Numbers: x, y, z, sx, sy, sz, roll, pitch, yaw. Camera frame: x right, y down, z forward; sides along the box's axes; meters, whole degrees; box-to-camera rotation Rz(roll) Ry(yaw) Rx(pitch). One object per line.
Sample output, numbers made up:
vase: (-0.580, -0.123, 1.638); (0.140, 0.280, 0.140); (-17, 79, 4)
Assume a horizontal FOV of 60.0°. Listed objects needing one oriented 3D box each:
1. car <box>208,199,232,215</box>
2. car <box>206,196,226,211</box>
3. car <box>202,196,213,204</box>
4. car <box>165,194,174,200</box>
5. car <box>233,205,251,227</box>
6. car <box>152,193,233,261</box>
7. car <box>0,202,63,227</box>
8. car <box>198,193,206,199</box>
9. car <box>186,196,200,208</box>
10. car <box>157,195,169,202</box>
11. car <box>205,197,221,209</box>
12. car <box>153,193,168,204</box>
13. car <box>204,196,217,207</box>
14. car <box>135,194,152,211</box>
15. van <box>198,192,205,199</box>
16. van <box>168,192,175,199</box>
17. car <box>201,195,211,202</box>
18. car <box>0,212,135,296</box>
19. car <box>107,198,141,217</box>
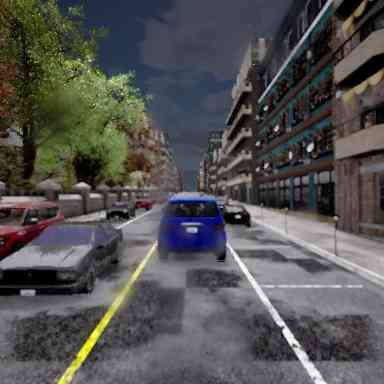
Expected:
car: (2.710, 1.435, 32.674); (1.947, 1.339, 4.313); (1, 0, 0)
car: (2.714, 1.287, 38.197); (1.967, 1.590, 4.097); (1, 0, 0)
car: (2.715, 1.342, 60.290); (1.802, 1.307, 4.206); (1, 0, 0)
car: (-5.643, 1.239, 82.386); (1.947, 1.339, 4.313); (1, 0, 0)
car: (2.707, 1.479, 21.626); (1.947, 1.339, 4.313); (1, 0, 0)
car: (0.017, 1.172, 12.215); (2.150, 2.045, 5.566); (0, 0, 0)
car: (-5.670, 1.272, 10.581); (2.192, 1.841, 5.009); (1, 0, 0)
car: (2.693, 1.092, 87.906); (1.967, 1.590, 4.097); (1, 0, 0)
car: (0.110, 1.341, 46.361); (1.812, 1.442, 4.674); (0, 0, 0)
car: (-5.663, 1.282, 65.816); (1.887, 1.381, 4.507); (1, 0, 0)
car: (2.713, 1.370, 43.719); (1.887, 1.381, 4.507); (1, 0, 0)
car: (-5.660, 1.074, 60.291); (2.192, 1.841, 5.009); (1, 0, 0)
car: (2.714, 1.328, 49.414); (1.752, 1.417, 4.829); (1, 0, 0)
car: (-5.664, 1.162, 38.198); (2.192, 1.841, 5.009); (1, 0, 0)
van: (2.693, 0.972, 93.429); (1.690, 1.788, 3.998); (1, 0, 0)
van: (-5.620, 0.971, 93.433); (1.690, 1.788, 3.998); (1, 0, 0)
car: (2.717, 1.263, 65.984); (1.752, 1.417, 4.829); (1, 0, 0)
car: (-3.099, 1.511, 8.945); (2.033, 1.411, 5.357); (0, 0, 0)
car: (-5.671, 1.457, 27.152); (1.947, 1.339, 4.313); (1, 0, 0)
